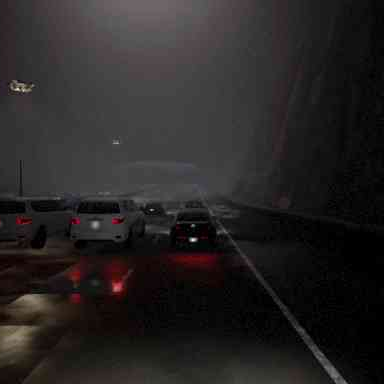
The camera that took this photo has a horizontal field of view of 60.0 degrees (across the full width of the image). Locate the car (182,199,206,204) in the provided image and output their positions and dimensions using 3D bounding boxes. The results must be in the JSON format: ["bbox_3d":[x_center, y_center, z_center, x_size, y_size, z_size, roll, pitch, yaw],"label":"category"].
[{"bbox_3d":[0.178,1.343,29.520,1.882,1.535,5.008,0,1,0],"label":"car"}]

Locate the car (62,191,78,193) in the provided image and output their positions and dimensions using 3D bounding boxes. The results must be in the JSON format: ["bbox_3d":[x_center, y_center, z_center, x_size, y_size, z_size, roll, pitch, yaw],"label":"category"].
[{"bbox_3d":[-27.459,0.575,76.674,1.895,1.301,4.718,0,2,0],"label":"car"}]

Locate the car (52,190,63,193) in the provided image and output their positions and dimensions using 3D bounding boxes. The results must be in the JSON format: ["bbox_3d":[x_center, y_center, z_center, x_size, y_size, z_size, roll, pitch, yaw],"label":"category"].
[{"bbox_3d":[-30.959,0.335,76.755,2.097,1.767,4.553,0,2,0],"label":"car"}]

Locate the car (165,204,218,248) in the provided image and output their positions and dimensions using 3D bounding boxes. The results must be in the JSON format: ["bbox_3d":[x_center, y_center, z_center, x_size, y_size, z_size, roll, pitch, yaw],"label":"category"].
[{"bbox_3d":[0.062,1.482,14.525,1.837,1.490,4.892,0,0,0],"label":"car"}]

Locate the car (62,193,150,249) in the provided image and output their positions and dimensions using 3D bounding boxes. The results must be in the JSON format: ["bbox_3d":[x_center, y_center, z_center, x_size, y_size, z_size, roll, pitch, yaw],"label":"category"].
[{"bbox_3d":[-3.438,1.225,14.582,2.150,2.045,5.566,0,0,0],"label":"car"}]

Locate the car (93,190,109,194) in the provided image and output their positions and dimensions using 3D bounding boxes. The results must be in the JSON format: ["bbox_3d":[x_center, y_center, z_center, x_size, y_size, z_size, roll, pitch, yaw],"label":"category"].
[{"bbox_3d":[-20.459,0.330,76.674,2.097,1.767,4.553,0,2,0],"label":"car"}]

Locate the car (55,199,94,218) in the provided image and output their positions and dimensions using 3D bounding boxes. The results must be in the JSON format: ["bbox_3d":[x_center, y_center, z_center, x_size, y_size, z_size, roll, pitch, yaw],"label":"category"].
[{"bbox_3d":[-10.322,1.396,29.601,1.812,1.442,4.674,0,1,0],"label":"car"}]

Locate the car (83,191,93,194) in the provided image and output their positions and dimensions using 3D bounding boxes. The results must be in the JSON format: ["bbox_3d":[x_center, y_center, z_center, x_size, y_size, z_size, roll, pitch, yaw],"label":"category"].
[{"bbox_3d":[-23.959,0.502,76.675,1.812,1.442,4.674,0,2,0],"label":"car"}]

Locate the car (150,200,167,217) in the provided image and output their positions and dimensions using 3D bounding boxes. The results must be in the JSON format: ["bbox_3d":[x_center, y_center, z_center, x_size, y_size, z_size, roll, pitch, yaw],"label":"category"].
[{"bbox_3d":[-3.322,1.432,29.548,1.994,1.385,4.181,0,1,0],"label":"car"}]

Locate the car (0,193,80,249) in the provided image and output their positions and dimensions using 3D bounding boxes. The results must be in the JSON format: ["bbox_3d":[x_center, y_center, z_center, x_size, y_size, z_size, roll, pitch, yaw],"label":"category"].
[{"bbox_3d":[-6.938,1.227,14.609,2.150,2.045,5.566,0,0,0],"label":"car"}]

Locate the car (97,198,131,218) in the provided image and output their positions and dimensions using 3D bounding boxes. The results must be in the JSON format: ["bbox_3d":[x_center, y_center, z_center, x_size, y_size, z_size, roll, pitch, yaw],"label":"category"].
[{"bbox_3d":[-6.822,1.378,29.574,1.837,1.490,4.892,0,1,0],"label":"car"}]
